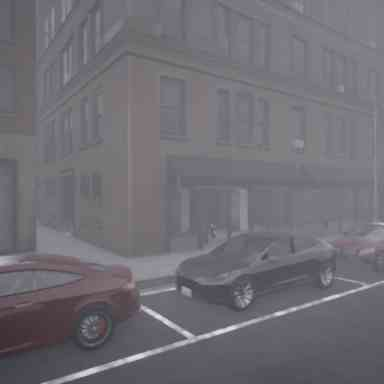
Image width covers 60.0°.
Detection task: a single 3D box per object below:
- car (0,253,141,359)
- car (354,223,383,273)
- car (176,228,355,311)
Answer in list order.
[{"bbox_3d":[-2.776,1.585,4.679,4.206,1.307,1.802,1,-1,-35],"label":"car"},{"bbox_3d":[6.115,1.689,11.011,4.206,1.307,1.802,1,-1,-35],"label":"car"},{"bbox_3d":[1.669,1.620,7.845,4.313,1.339,1.947,1,-1,-35],"label":"car"}]
